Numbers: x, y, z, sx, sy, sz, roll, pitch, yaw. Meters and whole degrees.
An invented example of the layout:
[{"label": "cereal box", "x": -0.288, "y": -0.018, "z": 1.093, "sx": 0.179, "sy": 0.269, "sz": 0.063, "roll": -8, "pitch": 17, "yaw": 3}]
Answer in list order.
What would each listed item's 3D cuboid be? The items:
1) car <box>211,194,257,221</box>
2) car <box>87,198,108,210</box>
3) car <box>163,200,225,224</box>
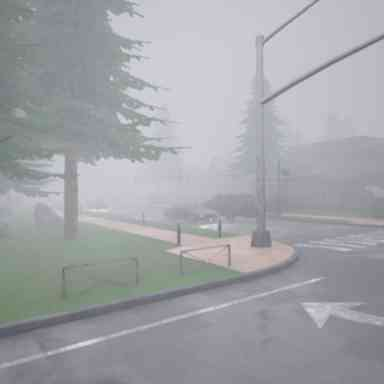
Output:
[{"label": "car", "x": 2.829, "y": 1.184, "z": 27.404, "sx": 2.150, "sy": 2.045, "sz": 5.566, "roll": -1, "pitch": 0, "yaw": -36}, {"label": "car", "x": -12.569, "y": 1.558, "z": 44.020, "sx": 1.994, "sy": 1.385, "sz": 4.181, "roll": -1, "pitch": 0, "yaw": -29}, {"label": "car", "x": -0.196, "y": 1.550, "z": 25.263, "sx": 2.033, "sy": 1.411, "sz": 5.357, "roll": -1, "pitch": 0, "yaw": -35}]
